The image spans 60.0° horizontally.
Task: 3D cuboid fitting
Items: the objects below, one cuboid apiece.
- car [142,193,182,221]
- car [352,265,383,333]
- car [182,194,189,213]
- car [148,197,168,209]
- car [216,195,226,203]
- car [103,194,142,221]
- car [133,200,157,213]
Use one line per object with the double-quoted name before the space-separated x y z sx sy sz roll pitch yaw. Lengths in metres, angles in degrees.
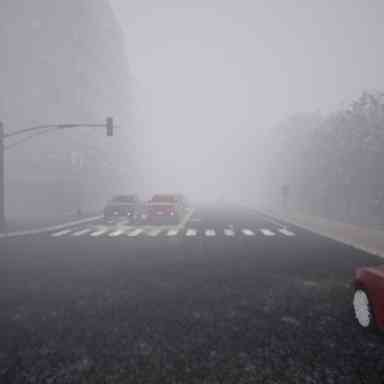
"car" -2.262 1.187 26.891 2.150 2.045 5.566 0 0 2
"car" 3.566 1.447 3.650 1.882 1.535 5.008 0 0 2
"car" -1.867 1.169 37.239 2.150 2.045 5.566 0 0 2
"car" -4.725 1.500 47.232 2.033 1.411 5.357 0 0 2
"car" 5.831 1.386 66.180 1.812 1.442 4.674 0 0 2
"car" -5.502 1.208 27.144 2.150 2.045 5.566 0 0 2
"car" -5.132 1.570 36.862 1.895 1.301 4.718 0 0 2
